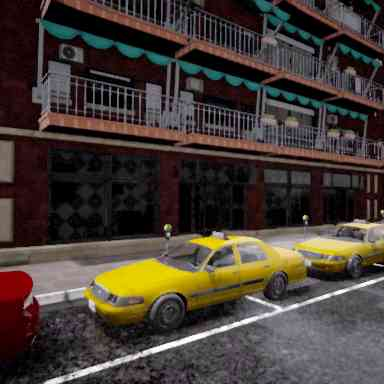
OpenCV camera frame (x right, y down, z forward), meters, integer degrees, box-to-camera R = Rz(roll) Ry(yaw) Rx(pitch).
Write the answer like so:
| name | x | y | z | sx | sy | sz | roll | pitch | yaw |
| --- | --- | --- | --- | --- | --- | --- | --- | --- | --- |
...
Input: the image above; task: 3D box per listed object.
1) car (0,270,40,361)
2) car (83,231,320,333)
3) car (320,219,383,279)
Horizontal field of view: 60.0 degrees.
| name | x | y | z | sx | sy | sz | roll | pitch | yaw |
| --- | --- | --- | --- | --- | --- | --- | --- | --- | --- |
| car | -4.128 | 1.543 | 3.600 | 4.507 | 1.381 | 1.887 | 0 | 1 | -35 |
| car | 0.342 | 1.525 | 6.788 | 4.829 | 1.417 | 1.752 | 0 | 1 | -35 |
| car | 4.951 | 1.527 | 10.076 | 4.829 | 1.417 | 1.752 | 0 | 1 | -35 |
